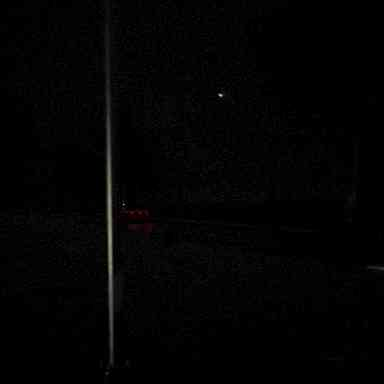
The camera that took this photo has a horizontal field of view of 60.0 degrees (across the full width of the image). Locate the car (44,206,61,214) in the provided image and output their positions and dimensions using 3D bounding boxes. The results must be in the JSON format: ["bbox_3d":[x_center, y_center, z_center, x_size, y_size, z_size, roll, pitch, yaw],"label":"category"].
[{"bbox_3d":[-24.540,3.105,58.451,1.994,1.385,4.181,-1,-1,-37],"label":"car"}]

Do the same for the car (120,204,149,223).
[{"bbox_3d":[-6.068,2.022,32.674,2.097,1.767,4.553,-1,-1,-36],"label":"car"}]
